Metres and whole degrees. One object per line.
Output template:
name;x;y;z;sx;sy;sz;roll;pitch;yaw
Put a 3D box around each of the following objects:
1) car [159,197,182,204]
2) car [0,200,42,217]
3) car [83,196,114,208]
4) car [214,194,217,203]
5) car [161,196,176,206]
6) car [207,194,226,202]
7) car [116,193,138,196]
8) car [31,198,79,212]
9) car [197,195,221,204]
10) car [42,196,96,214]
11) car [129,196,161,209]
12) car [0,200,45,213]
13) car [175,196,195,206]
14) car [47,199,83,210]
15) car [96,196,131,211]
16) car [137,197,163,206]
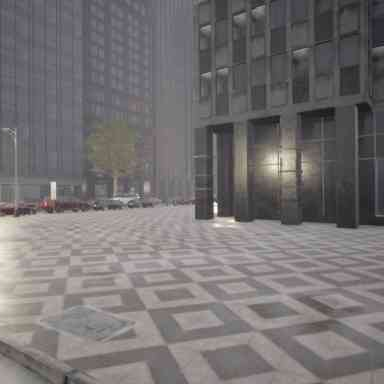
car;-3.982;1.573;62.631;1.947;1.339;4.313;-1;0;35
car;-16.194;1.576;29.940;1.802;1.307;4.206;-1;0;35
car;-13.597;1.484;48.708;1.967;1.590;4.097;-1;0;35
car;3.026;1.221;57.782;2.192;1.841;5.009;-1;0;35
car;-2.442;1.440;54.465;2.128;1.511;4.902;-1;0;35
car;5.628;1.295;76.554;2.192;1.841;5.009;-1;0;35
car;-10.064;1.224;48.964;2.150;2.045;5.566;-1;0;34
car;-16.330;1.514;39.900;1.882;1.535;5.008;-1;0;35
car;3.238;1.422;62.781;2.128;1.511;4.902;-1;0;35
car;-12.992;1.290;34.582;2.192;1.841;5.009;-1;0;35
car;-6.583;1.508;43.860;1.947;1.339;4.313;-1;0;35
car;-20.003;1.642;39.427;1.947;1.339;4.313;-1;0;35
car;-0.176;1.461;53.141;1.887;1.381;4.507;-1;0;35
car;-16.799;1.641;44.067;1.802;1.307;4.206;-1;0;35
car;-9.786;1.524;39.221;1.947;1.339;4.313;-1;0;35
car;-7.284;1.544;57.849;1.752;1.417;4.829;-1;0;35
